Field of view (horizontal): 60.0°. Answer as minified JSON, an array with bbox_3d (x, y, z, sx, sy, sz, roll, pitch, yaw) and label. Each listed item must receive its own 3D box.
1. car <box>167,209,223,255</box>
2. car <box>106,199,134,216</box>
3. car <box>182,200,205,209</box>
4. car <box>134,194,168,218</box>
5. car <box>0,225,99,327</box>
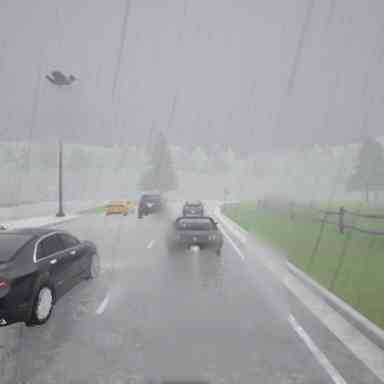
[{"bbox_3d":[0.105,1.593,13.346,1.895,1.301,4.718,0,0,0],"label":"car"},{"bbox_3d":[-6.792,1.460,32.090,1.882,1.535,5.008,0,0,2],"label":"car"},{"bbox_3d":[0.153,1.475,30.505,2.128,1.511,4.902,0,0,1],"label":"car"},{"bbox_3d":[-3.375,1.205,29.555,2.150,2.045,5.566,0,0,1],"label":"car"},{"bbox_3d":[-3.401,1.501,7.026,1.837,1.490,4.892,0,0,0],"label":"car"}]
